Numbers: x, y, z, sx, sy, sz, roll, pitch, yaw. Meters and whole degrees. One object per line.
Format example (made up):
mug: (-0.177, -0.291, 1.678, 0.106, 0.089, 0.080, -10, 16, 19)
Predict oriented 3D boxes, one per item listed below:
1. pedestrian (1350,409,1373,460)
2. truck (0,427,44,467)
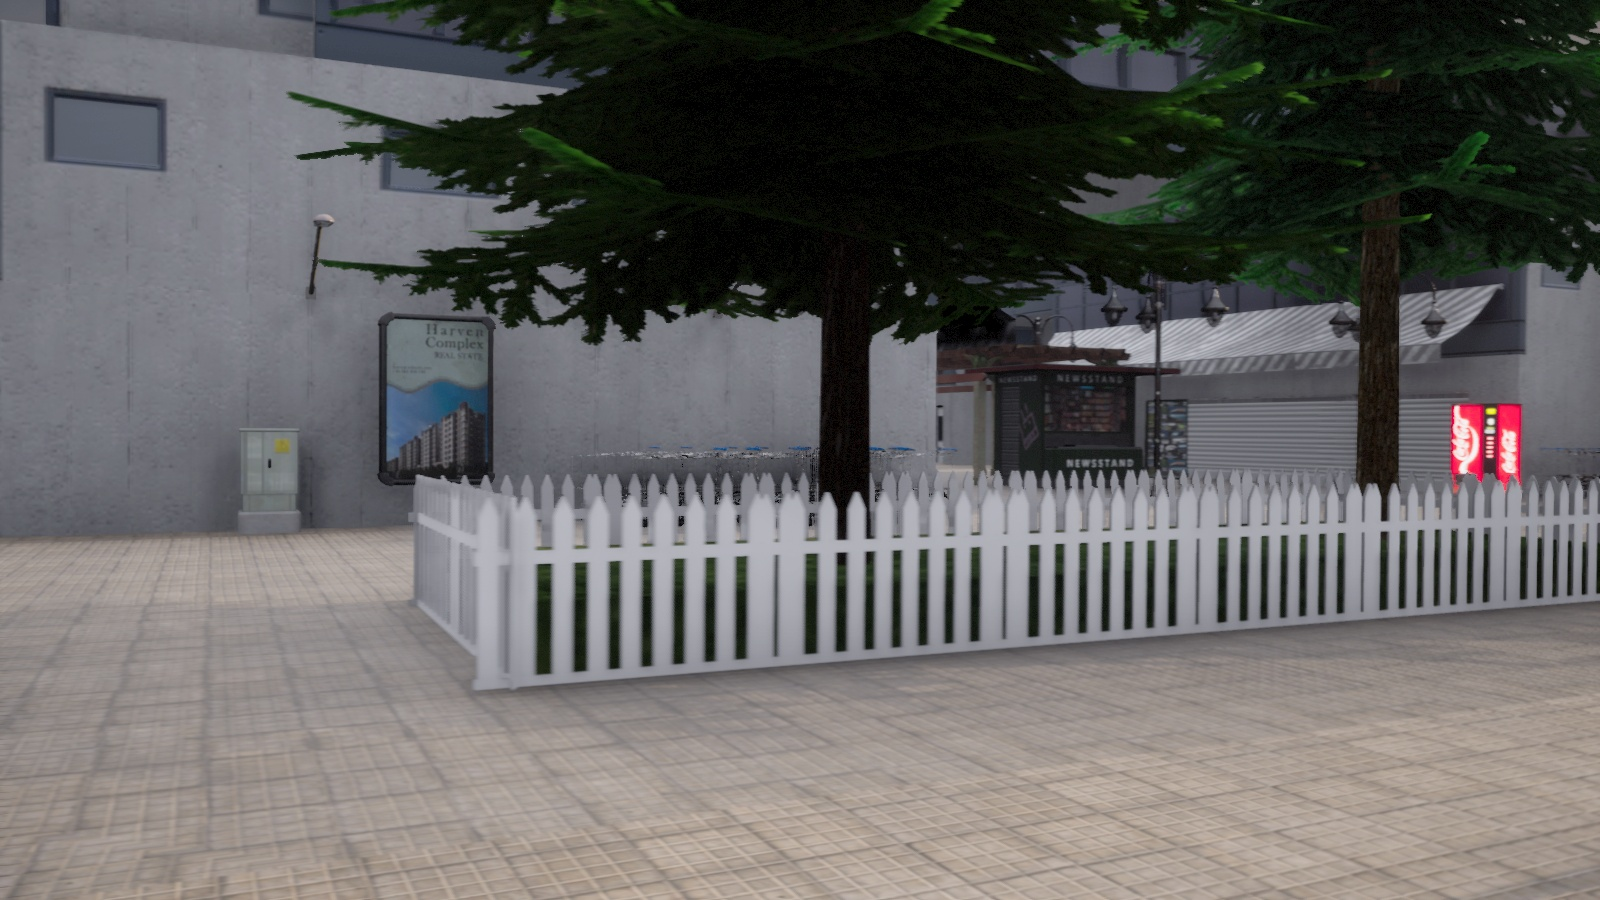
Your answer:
pedestrian: (21.467, -0.608, 47.998, 0.395, 1.930, 0.692, -1, 1, -23)
truck: (-51.282, -0.213, 82.124, 2.627, 2.467, 5.204, -1, 1, -25)
